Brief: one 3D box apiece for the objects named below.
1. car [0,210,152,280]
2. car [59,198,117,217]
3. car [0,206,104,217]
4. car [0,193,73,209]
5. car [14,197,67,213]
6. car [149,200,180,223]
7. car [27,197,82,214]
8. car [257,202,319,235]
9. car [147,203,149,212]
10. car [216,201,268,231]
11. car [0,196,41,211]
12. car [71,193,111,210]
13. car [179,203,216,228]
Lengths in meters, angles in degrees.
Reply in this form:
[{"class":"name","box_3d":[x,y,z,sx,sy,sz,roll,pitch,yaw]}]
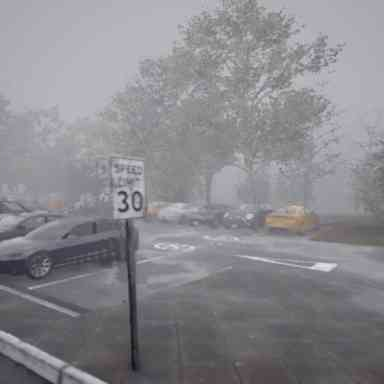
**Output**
[{"class":"car","box_3d":[-3.821,1.573,10.614,2.163,1.488,4.792,1,0,36]},{"class":"car","box_3d":[-9.579,1.397,30.964,2.163,1.488,4.792,1,0,36]},{"class":"car","box_3d":[-6.046,1.515,12.274,2.097,1.535,5.008,1,0,36]},{"class":"car","box_3d":[-8.277,1.236,13.922,2.435,2.045,5.566,1,0,36]},{"class":"car","box_3d":[-16.265,1.333,35.890,2.163,1.488,4.792,0,0,36]},{"class":"car","box_3d":[-0.601,1.519,24.474,2.002,1.452,4.674,1,0,36]},{"class":"car","box_3d":[-14.129,1.349,34.339,2.163,1.488,4.792,1,0,36]},{"class":"car","box_3d":[6.022,1.561,19.661,2.097,1.535,5.008,1,0,36]},{"class":"car","box_3d":[-2.949,1.448,25.954,1.946,1.575,5.366,1,0,36]},{"class":"car","box_3d":[3.802,1.408,21.318,2.185,1.767,4.553,1,0,36]},{"class":"car","box_3d":[-20.759,1.287,39.125,2.097,1.535,5.008,0,0,36]},{"class":"car","box_3d":[-7.303,1.144,29.381,2.435,2.045,5.566,1,0,36]},{"class":"car","box_3d":[1.625,1.537,22.825,2.163,1.488,4.792,1,0,36]}]
